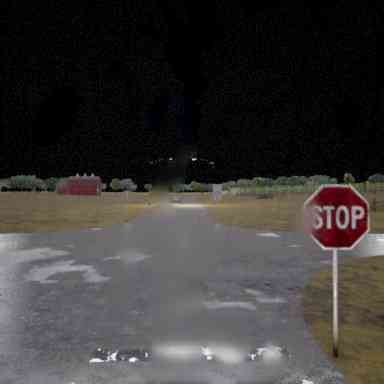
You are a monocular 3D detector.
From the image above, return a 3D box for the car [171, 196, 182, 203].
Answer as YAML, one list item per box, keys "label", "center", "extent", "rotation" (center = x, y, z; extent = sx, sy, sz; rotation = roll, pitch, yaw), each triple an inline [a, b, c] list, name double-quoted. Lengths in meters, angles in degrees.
- label: "car"
  center: [-3.039, 1.524, 65.245]
  extent: [1.994, 1.385, 4.181]
  rotation: [0, 0, 0]
